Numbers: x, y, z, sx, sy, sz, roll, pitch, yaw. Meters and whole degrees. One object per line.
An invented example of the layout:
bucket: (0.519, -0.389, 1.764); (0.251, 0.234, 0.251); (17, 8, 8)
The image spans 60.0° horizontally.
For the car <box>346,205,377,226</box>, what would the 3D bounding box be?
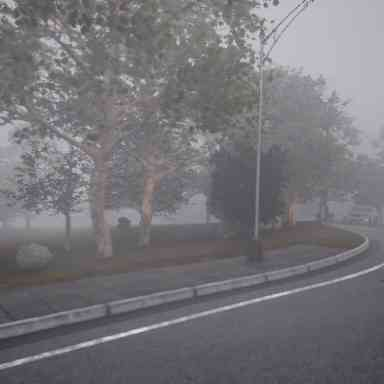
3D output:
car: (18.388, 2.469, 35.887); (2.150, 2.045, 5.566); (0, -2, 38)
